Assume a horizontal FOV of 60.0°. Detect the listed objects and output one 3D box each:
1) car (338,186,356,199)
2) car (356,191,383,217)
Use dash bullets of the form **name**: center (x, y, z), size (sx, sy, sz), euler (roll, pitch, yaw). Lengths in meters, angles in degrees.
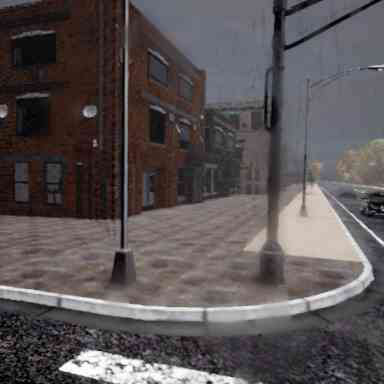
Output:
- **car**: center (19.247, -0.003, 41.462), size (2.033, 1.411, 5.357), euler (2, 3, 20)
- **car**: center (11.711, 0.740, 20.715), size (1.837, 1.490, 4.892), euler (2, 3, 20)
